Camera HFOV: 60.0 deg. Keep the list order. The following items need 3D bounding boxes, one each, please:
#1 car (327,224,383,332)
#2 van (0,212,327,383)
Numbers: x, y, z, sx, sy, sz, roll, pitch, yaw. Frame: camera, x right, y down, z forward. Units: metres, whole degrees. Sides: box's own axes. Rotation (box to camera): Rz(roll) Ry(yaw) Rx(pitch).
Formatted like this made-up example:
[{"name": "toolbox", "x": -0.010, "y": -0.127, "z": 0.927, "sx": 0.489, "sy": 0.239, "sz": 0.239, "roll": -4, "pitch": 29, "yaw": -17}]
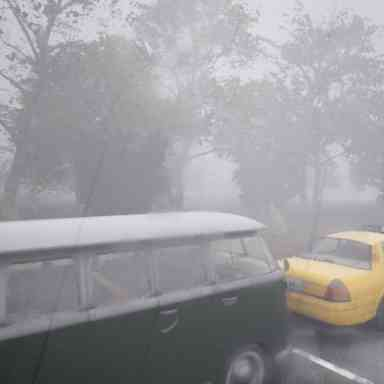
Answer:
[{"name": "car", "x": 3.763, "y": 1.439, "z": 6.732, "sx": 5.366, "sy": 1.575, "sz": 1.946, "roll": 0, "pitch": 0, "yaw": -33}, {"name": "van", "x": -0.831, "y": 1.247, "z": 3.460, "sx": 4.442, "sy": 1.987, "sz": 1.878, "roll": 0, "pitch": 0, "yaw": -33}]
